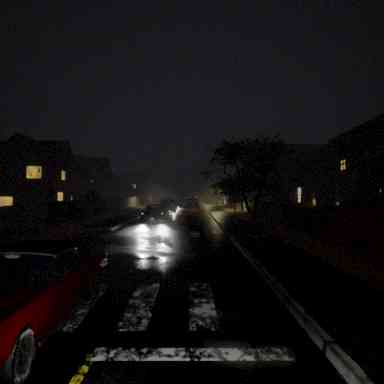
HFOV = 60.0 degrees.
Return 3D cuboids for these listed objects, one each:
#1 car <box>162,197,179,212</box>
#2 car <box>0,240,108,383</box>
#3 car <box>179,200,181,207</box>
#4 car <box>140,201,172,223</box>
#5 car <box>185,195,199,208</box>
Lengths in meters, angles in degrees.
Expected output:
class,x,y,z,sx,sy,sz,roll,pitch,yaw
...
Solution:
class,x,y,z,sx,sy,sz,roll,pitch,yaw
car,-2.880,1.554,39.913,1.882,1.535,5.008,0,-1,0
car,-2.871,1.583,5.460,1.895,1.301,4.718,0,1,0
car,-2.858,1.627,53.208,2.128,1.511,4.902,0,0,0
car,-2.871,1.637,26.179,1.895,1.301,4.718,0,0,0
car,0.057,1.631,51.512,1.837,1.490,4.892,0,0,0
